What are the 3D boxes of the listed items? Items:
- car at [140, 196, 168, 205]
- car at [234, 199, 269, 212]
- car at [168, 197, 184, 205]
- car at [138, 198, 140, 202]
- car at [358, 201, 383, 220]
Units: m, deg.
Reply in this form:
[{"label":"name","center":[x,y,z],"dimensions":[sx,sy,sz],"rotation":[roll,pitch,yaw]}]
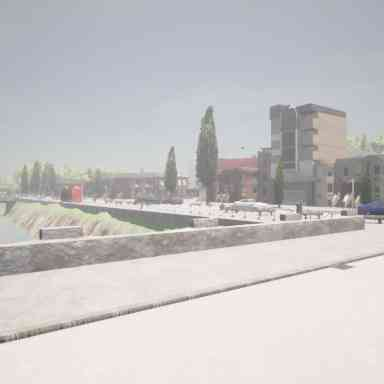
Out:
[{"label":"car","center":[-6.589,1.507,57.332],"dimensions":[1.837,1.490,4.892],"rotation":[0,-1,-35]},{"label":"car","center":[6.799,1.526,38.548],"dimensions":[1.812,1.442,4.674],"rotation":[0,0,-36]},{"label":"car","center":[-3.626,1.547,60.287],"dimensions":[2.033,1.411,5.357],"rotation":[0,0,-36]},{"label":"car","center":[-9.838,1.546,68.948],"dimensions":[2.033,1.411,5.357],"rotation":[0,0,-36]},{"label":"car","center":[15.745,1.478,26.236],"dimensions":[1.882,1.535,5.008],"rotation":[0,0,-37]}]
